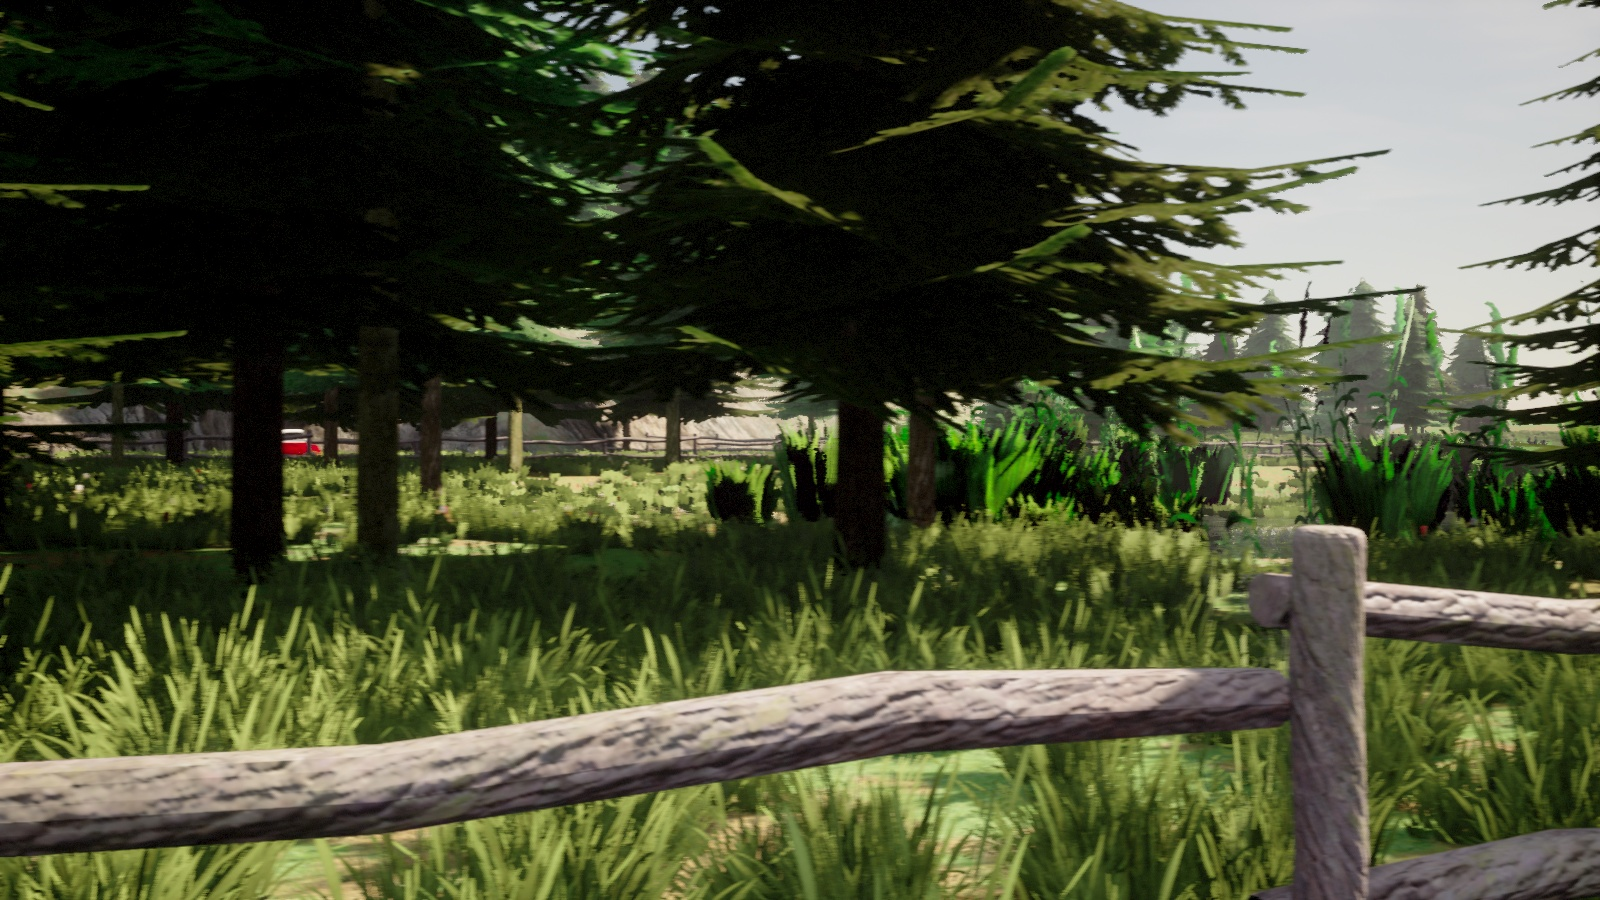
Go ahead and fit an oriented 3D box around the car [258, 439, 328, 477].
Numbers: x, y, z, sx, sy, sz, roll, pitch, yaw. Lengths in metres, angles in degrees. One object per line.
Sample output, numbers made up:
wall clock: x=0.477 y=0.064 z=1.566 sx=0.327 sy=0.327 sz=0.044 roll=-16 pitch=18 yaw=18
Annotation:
car: x=-19.411 y=0.303 z=48.079 sx=2.207 sy=1.376 sz=1.481 roll=-2 pitch=1 yaw=-35
